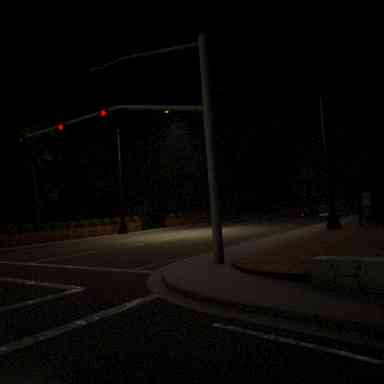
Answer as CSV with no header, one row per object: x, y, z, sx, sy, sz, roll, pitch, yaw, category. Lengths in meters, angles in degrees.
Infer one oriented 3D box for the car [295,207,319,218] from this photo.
15.427,2.678,44.257,1.895,1.301,4.718,-6,-4,37,car
